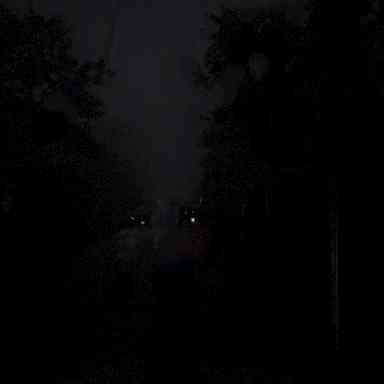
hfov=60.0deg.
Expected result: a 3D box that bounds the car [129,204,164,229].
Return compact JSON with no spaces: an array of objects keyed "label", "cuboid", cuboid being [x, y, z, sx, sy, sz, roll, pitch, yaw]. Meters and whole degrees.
[{"label":"car","cuboid":[-2.894,1.542,21.821,1.812,1.442,4.674,0,0,0]}]

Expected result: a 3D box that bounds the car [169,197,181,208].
[{"label":"car","cuboid":[-3.073,1.921,62.886,2.150,2.045,5.566,0,-2,0]}]

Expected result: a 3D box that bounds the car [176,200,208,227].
[{"label":"car","cuboid":[0.054,1.527,23.159,1.837,1.490,4.892,0,-1,0]}]
